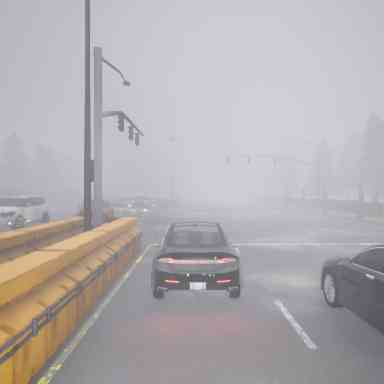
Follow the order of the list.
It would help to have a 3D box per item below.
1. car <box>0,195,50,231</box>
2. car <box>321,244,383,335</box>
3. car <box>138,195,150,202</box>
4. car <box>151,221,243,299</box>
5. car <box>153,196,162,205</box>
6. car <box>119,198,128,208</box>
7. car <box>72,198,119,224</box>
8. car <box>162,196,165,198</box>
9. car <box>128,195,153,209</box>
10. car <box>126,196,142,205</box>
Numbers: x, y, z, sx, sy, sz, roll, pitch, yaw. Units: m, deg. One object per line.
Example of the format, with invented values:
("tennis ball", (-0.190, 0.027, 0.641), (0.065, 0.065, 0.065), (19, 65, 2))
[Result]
("car", (-10.617, 1.221, 20.216), (2.150, 2.045, 5.566), (0, 0, 0))
("car", (3.597, 1.505, 5.049), (1.837, 1.490, 4.892), (0, 0, 0))
("car", (-10.555, 1.478, 73.721), (1.882, 1.535, 5.008), (0, 0, 0))
("car", (0.078, 1.492, 8.463), (2.128, 1.511, 4.902), (0, 0, -1))
("car", (-7.121, 1.547, 59.322), (2.033, 1.411, 5.357), (0, 0, 0))
("car", (-10.634, 1.547, 49.263), (2.033, 1.411, 5.357), (0, 0, 0))
("car", (-7.119, 1.352, 24.413), (2.097, 1.767, 4.553), (0, 0, 0))
("car", (-7.056, 1.524, 74.572), (1.812, 1.442, 4.674), (0, 0, 0))
("car", (-7.133, 1.353, 46.575), (2.097, 1.767, 4.553), (0, 0, 0))
("car", (-10.613, 1.491, 61.147), (2.128, 1.511, 4.902), (0, 0, 0))
